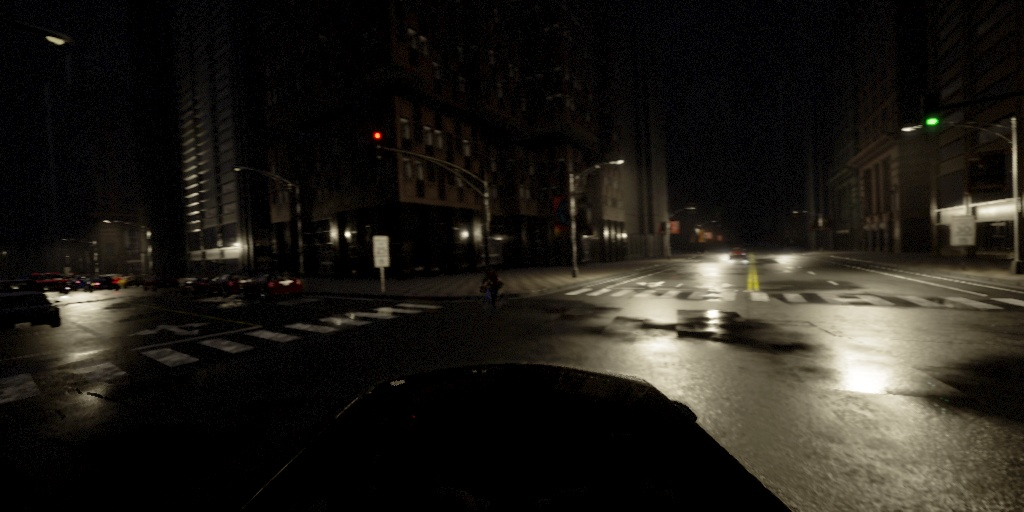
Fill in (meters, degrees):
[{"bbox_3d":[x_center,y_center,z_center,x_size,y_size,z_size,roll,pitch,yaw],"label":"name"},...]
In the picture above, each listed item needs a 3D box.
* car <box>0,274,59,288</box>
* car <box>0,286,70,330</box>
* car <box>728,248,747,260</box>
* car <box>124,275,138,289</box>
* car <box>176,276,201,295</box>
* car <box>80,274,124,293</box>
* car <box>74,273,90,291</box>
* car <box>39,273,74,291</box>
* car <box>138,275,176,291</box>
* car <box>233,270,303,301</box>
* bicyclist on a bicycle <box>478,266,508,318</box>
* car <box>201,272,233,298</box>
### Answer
[{"bbox_3d":[-23.148,1.997,16.585,5.009,1.841,2.192,0,0,34],"label":"car"},{"bbox_3d":[-18.638,2.079,13.573,4.313,1.339,1.948,0,0,34],"label":"car"},{"bbox_3d":[31.449,-0.358,49.984,2.097,1.767,4.553,-2,0,34],"label":"car"},{"bbox_3d":[-41.110,2.717,38.824,4.829,1.417,1.751,0,0,34],"label":"car"},{"bbox_3d":[-22.932,2.091,26.684,4.207,1.307,1.802,0,0,34],"label":"car"},{"bbox_3d":[-39.167,2.701,34.216,4.674,1.442,1.812,-2,1,34],"label":"car"},{"bbox_3d":[-45.877,2.783,38.646,4.553,1.767,2.097,-2,1,34],"label":"car"},{"bbox_3d":[-42.361,2.575,32.687,5.566,2.045,2.150,-2,1,34],"label":"car"},{"bbox_3d":[-31.950,2.395,32.706,4.507,1.381,1.888,0,0,34],"label":"car"},{"bbox_3d":[-13.914,1.611,20.661,4.097,1.591,1.967,0,0,34],"label":"car"},{"bbox_3d":[-0.626,1.161,11.835,0.582,1.620,1.656,-2,1,34],"label":"bicyclist on a bicycle"},{"bbox_3d":[-18.423,1.780,23.672,4.097,1.591,1.967,0,0,34],"label":"car"}]
